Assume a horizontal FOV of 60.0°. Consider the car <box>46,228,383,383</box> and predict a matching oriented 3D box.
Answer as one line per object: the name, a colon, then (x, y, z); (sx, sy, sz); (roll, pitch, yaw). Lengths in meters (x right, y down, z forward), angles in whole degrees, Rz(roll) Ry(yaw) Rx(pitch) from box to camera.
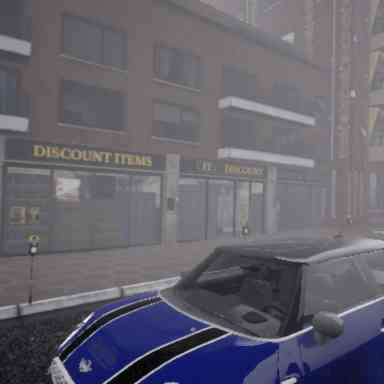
car: (0.863, 1.363, 3.690); (4.553, 1.767, 2.097); (0, 0, -36)
